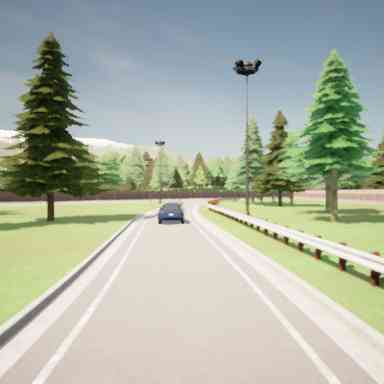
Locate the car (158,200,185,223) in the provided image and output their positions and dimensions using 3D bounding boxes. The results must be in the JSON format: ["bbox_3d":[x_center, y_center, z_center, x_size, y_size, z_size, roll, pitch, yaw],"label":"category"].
[{"bbox_3d":[-1.608,1.580,25.712,1.994,1.385,4.181,0,0,-4],"label":"car"}]

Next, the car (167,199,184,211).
[{"bbox_3d":[-2.058,1.625,42.289,1.895,1.301,4.718,0,0,1],"label":"car"}]
